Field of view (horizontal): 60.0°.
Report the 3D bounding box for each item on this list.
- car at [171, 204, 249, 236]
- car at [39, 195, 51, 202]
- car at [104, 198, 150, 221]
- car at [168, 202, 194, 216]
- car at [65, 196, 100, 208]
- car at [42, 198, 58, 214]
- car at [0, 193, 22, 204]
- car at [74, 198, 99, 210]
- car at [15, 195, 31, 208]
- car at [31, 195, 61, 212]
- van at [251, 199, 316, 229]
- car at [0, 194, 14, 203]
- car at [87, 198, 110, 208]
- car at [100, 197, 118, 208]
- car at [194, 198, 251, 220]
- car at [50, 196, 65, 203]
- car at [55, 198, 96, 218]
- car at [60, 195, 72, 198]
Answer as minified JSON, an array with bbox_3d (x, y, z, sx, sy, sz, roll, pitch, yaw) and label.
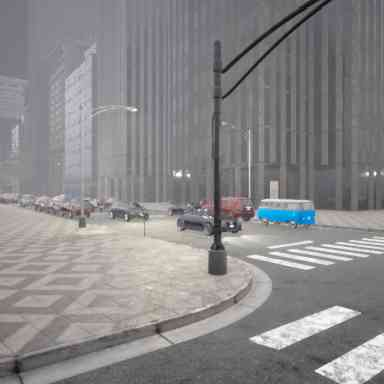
[{"bbox_3d":[0.903,1.600,18.956,1.994,1.385,4.181,0,0,-36],"label":"car"},{"bbox_3d":[-33.981,1.483,76.733,1.752,1.417,4.829,0,0,-35],"label":"car"},{"bbox_3d":[-5.217,1.536,27.322,1.837,1.490,4.892,0,0,-36],"label":"car"},{"bbox_3d":[-0.561,1.600,31.047,1.947,1.339,4.313,0,0,-36],"label":"car"},{"bbox_3d":[-12.244,1.528,36.952,1.837,1.490,4.892,0,0,-36],"label":"car"},{"bbox_3d":[-14.117,1.606,35.135,1.802,1.307,4.206,0,0,-36],"label":"car"},{"bbox_3d":[-34.097,1.299,62.443,2.192,1.841,5.009,0,0,-36],"label":"car"},{"bbox_3d":[-14.425,1.547,45.241,1.812,1.442,4.674,0,0,-36],"label":"car"},{"bbox_3d":[-24.108,1.563,48.789,2.008,1.369,4.403,0,0,-36],"label":"car"},{"bbox_3d":[-17.448,1.461,39.687,1.967,1.590,4.097,0,0,-36],"label":"car"},{"bbox_3d":[6.100,1.379,21.943,1.690,1.788,3.998,0,0,-36],"label":"van"},{"bbox_3d":[-37.428,1.286,66.995,2.192,1.841,5.009,0,0,-36],"label":"car"},{"bbox_3d":[-13.884,1.602,49.254,1.802,1.307,4.206,0,0,-36],"label":"car"},{"bbox_3d":[-10.552,1.464,44.701,1.967,1.590,4.097,0,0,-36],"label":"car"},{"bbox_3d":[2.769,1.352,26.495,2.192,1.841,5.009,0,0,-36],"label":"car"},{"bbox_3d":[-27.305,1.512,67.599,1.752,1.417,4.829,0,0,-36],"label":"car"},{"bbox_3d":[-10.787,1.572,30.584,1.887,1.381,4.507,0,0,-36],"label":"car"},{"bbox_3d":[-20.436,1.576,53.368,1.994,1.385,4.181,0,0,-36],"label":"car"}]
